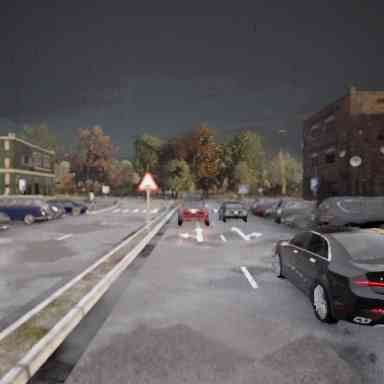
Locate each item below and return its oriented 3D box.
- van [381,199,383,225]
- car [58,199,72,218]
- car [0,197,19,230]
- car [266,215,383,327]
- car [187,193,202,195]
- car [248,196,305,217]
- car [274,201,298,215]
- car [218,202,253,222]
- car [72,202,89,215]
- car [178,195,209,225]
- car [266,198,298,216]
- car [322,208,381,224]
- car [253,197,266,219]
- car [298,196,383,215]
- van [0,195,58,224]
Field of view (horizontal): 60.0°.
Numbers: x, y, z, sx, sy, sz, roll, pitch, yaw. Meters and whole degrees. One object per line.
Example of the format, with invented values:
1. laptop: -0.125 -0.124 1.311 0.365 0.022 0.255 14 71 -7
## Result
1. van: 7.524 1.241 8.253 4.442 1.987 1.878 0 0 0
2. car: -12.546 1.317 26.727 4.553 1.767 2.185 0 0 0
3. car: -12.553 1.337 18.383 4.553 1.767 2.185 0 0 0
4. car: 3.101 1.493 7.094 1.837 1.490 4.892 0 0 0
5. car: 0.404 1.099 40.037 2.150 2.045 5.566 0 0 4
6. car: 7.610 1.289 30.320 4.553 1.767 2.185 0 0 0
7. car: 7.647 1.456 19.282 4.892 1.521 2.231 0 0 0
8. car: 3.111 1.497 25.995 2.033 1.411 5.357 0 0 0
9. car: -12.481 1.439 32.163 4.792 1.488 2.163 0 0 0
10. car: 0.102 1.314 24.128 2.097 1.767 4.553 0 0 0
11. car: 7.610 1.322 22.044 4.553 1.767 2.185 0 0 0
12. car: 7.455 1.461 11.011 5.366 1.575 1.946 0 0 0
13. car: 7.646 1.429 27.558 5.008 1.535 2.097 0 0 0
14. car: 7.669 1.209 13.768 5.566 2.045 2.435 0 0 0
15. van: -12.401 1.229 23.818 4.442 1.987 1.878 0 0 0
